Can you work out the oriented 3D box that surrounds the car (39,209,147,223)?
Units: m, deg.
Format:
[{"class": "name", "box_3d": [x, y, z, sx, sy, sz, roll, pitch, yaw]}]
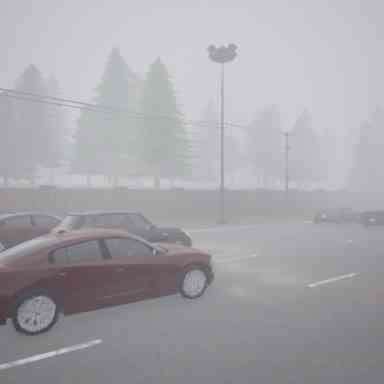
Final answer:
[{"class": "car", "box_3d": [-2.188, 1.370, 10.785, 4.553, 1.767, 2.097, 0, 0, -36]}]

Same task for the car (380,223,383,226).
[{"class": "car", "box_3d": [7.109, 1.565, 8.821, 4.674, 1.442, 1.812, 0, 0, -36]}]

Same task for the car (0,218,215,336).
[{"class": "car", "box_3d": [-1.786, 1.488, 6.772, 5.008, 1.535, 1.882, 0, 0, -36]}]

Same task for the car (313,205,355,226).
[{"class": "car", "box_3d": [10.802, 1.648, 24.357, 4.181, 1.385, 1.994, 0, 0, -36]}]

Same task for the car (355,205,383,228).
[{"class": "car", "box_3d": [12.963, 1.561, 21.602, 5.008, 1.535, 1.882, 0, 0, -36]}]

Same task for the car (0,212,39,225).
[{"class": "car", "box_3d": [-5.814, 1.490, 12.499, 5.008, 1.535, 1.882, 0, 0, -36]}]
